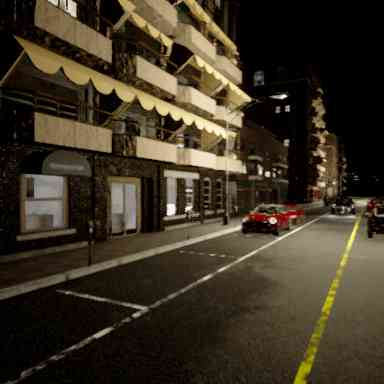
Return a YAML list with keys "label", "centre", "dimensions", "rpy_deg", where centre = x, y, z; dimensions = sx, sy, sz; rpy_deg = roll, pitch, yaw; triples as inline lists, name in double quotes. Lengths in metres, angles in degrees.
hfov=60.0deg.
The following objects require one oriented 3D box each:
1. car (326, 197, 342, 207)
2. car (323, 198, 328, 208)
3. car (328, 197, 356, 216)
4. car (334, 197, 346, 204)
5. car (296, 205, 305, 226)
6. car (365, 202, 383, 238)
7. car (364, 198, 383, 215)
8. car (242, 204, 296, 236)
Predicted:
- label: "car"
  centre: [22.767, 1.530, 53.118]
  dimensions: [2.008, 1.369, 4.403]
  rpy_deg: [0, 0, 28]
- label: "car"
  centre: [20.109, 1.528, 48.135]
  dimensions: [2.008, 1.369, 4.403]
  rpy_deg: [0, 0, 28]
- label: "car"
  centre: [15.134, 1.336, 33.083]
  dimensions: [2.097, 1.767, 4.553]
  rpy_deg: [0, 0, 28]
- label: "car"
  centre: [28.800, 1.565, 64.540]
  dimensions: [1.802, 1.307, 4.206]
  rpy_deg: [0, 0, 28]
- label: "car"
  centre: [6.821, 1.557, 23.213]
  dimensions: [1.802, 1.307, 4.206]
  rpy_deg: [0, 0, 28]
- label: "car"
  centre: [10.142, 1.503, 17.210]
  dimensions: [1.837, 1.490, 4.892]
  rpy_deg: [0, 1, 29]
- label: "car"
  centre: [18.634, 1.346, 33.125]
  dimensions: [2.097, 1.767, 4.553]
  rpy_deg: [0, 0, 28]
- label: "car"
  centre: [4.164, 1.416, 18.228]
  dimensions: [1.967, 1.590, 4.097]
  rpy_deg: [0, 0, 28]
